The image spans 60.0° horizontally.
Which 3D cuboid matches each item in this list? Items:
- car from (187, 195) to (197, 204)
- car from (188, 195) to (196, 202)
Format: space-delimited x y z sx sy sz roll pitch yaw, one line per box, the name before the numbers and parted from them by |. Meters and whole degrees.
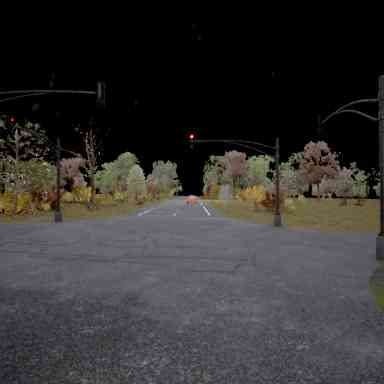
car | 0.017 1.424 68.007 2.097 1.767 4.553 0 0 0
car | 0.020 1.449 78.042 1.812 1.442 4.674 0 0 0
